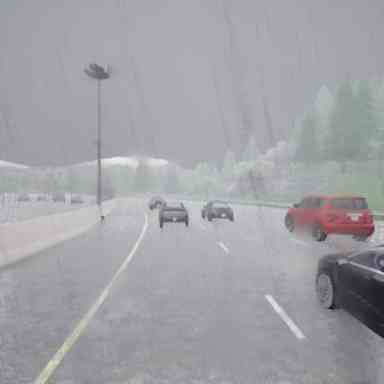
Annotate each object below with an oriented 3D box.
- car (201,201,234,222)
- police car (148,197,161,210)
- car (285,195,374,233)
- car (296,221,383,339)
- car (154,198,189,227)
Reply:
[{"bbox_3d":[1.883,1.428,25.156,1.812,1.442,4.674,0,0,-7],"label":"car"},{"bbox_3d":[-4.334,1.360,41.023,2.038,1.542,4.974,0,0,-11],"label":"police car"},{"bbox_3d":[6.371,1.149,16.051,2.150,2.045,5.566,0,0,-4],"label":"car"},{"bbox_3d":[3.444,1.466,4.827,2.128,1.511,4.902,0,0,-1],"label":"car"},{"bbox_3d":[-1.298,1.411,22.253,2.128,1.511,4.902,0,0,-6],"label":"car"}]
